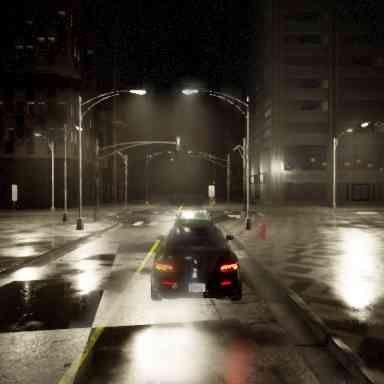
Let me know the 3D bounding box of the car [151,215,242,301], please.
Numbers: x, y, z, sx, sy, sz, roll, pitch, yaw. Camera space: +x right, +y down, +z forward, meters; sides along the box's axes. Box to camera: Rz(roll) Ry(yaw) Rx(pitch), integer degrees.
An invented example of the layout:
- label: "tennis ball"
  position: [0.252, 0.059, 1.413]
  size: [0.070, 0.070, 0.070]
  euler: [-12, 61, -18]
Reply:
- label: "car"
  position: [0.087, 1.523, 8.166]
  size: [1.812, 1.442, 4.674]
  euler: [0, 0, 0]

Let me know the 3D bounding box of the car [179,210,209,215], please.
- label: "car"
  position: [0.078, 1.593, 17.350]
  size: [1.895, 1.301, 4.718]
  euler: [0, 0, 0]
